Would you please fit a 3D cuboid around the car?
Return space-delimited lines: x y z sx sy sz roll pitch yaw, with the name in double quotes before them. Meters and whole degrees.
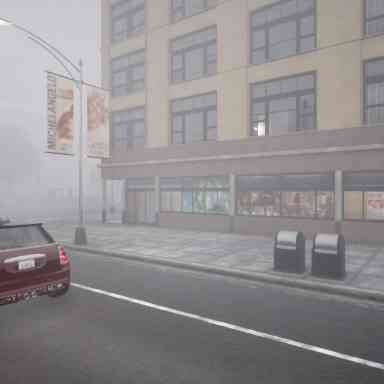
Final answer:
"car" -4.763 1.352 7.369 4.553 1.767 2.097 0 0 36
